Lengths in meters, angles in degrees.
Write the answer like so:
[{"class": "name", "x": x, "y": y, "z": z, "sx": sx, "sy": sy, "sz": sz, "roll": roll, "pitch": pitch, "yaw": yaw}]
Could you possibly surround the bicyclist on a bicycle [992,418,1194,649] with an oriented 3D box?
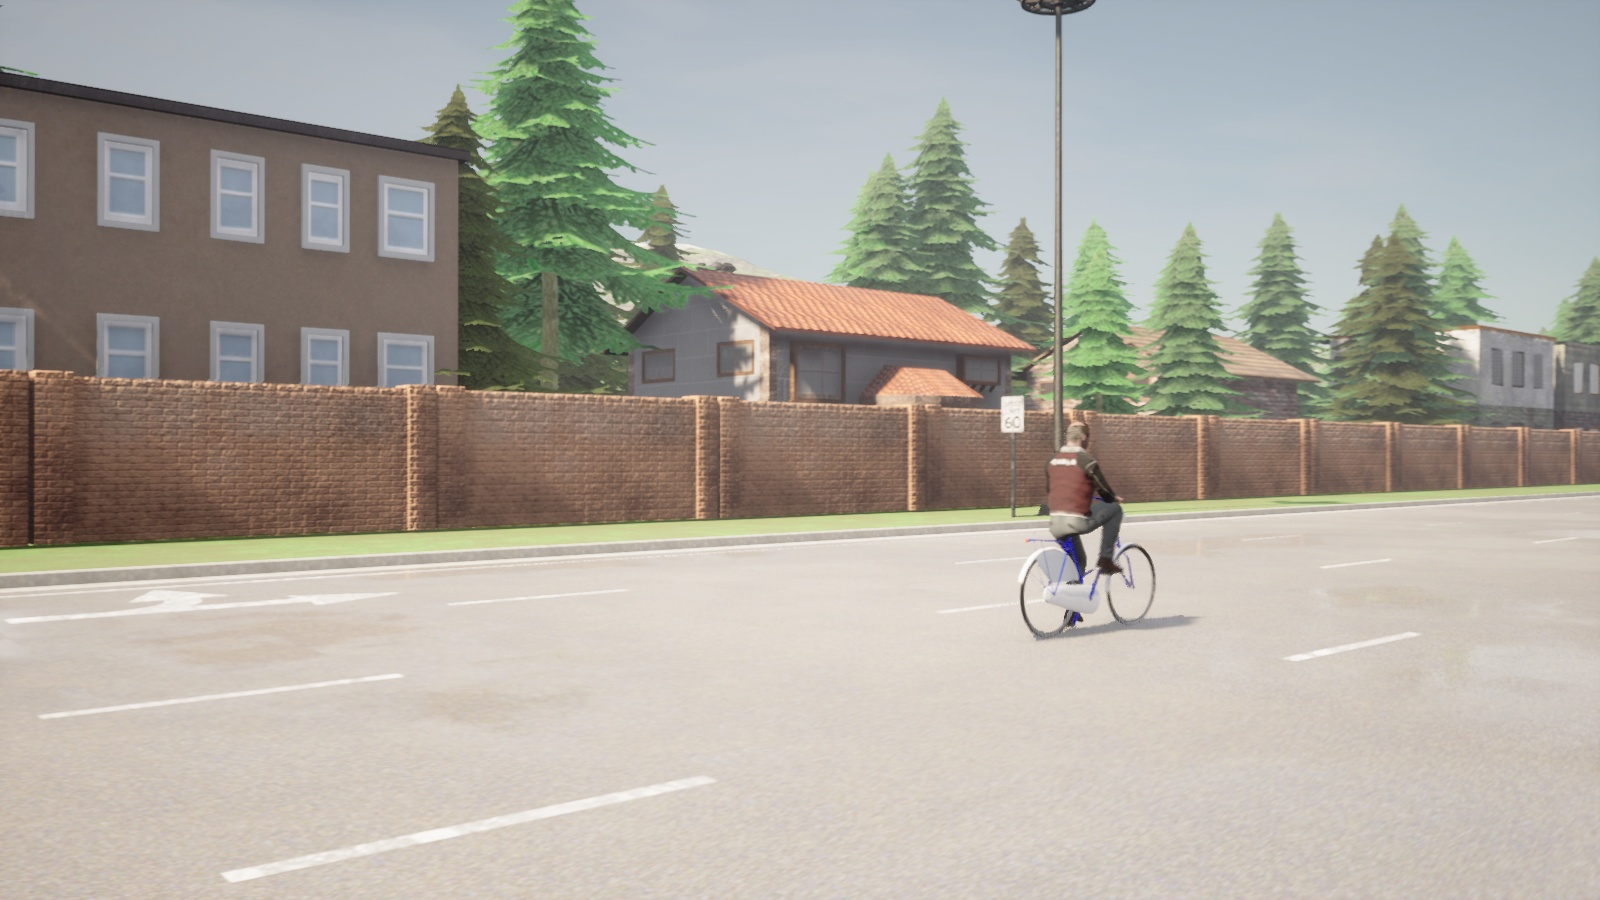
[{"class": "bicyclist on a bicycle", "x": 2.474, "y": 0.641, "z": 10.488, "sx": 1.843, "sy": 1.776, "sz": 0.659, "roll": 0, "pitch": 0, "yaw": -40}]
